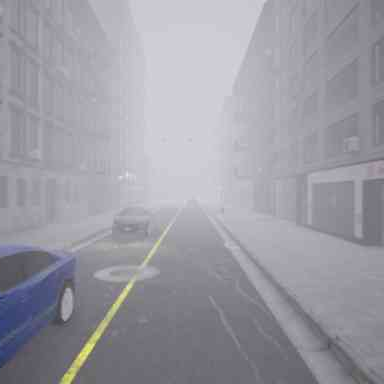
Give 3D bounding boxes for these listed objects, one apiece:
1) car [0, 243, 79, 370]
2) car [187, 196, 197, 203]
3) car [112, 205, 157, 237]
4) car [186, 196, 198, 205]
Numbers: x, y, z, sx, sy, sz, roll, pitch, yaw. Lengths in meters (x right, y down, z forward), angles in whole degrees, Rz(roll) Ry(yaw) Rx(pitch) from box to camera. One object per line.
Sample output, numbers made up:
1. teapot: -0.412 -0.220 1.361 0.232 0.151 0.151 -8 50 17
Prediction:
1. car: -3.085 1.486 4.292 1.882 1.535 5.008 0 0 0
2. car: -0.004 1.568 70.017 1.994 1.385 4.181 0 0 0
3. car: -3.077 1.511 18.510 1.882 1.535 5.008 0 0 0
4. car: -0.003 1.674 59.949 1.994 1.385 4.181 0 0 0
